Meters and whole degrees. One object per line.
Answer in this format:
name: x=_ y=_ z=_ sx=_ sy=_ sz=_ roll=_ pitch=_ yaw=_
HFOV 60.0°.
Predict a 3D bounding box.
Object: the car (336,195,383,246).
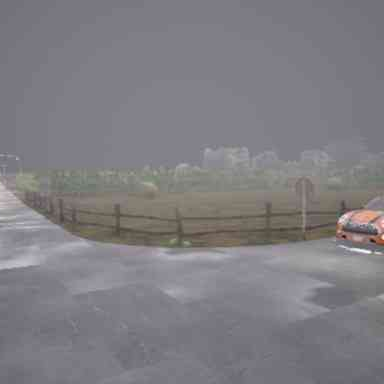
car: x=7.419 y=0.902 z=12.213 sx=4.553 sy=1.767 sz=2.097 roll=-2 pitch=2 yaw=-31
